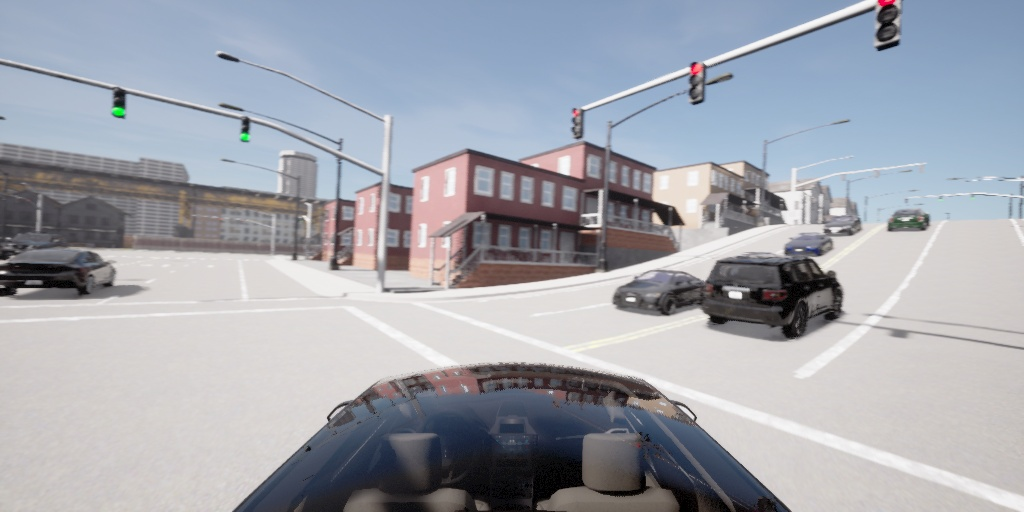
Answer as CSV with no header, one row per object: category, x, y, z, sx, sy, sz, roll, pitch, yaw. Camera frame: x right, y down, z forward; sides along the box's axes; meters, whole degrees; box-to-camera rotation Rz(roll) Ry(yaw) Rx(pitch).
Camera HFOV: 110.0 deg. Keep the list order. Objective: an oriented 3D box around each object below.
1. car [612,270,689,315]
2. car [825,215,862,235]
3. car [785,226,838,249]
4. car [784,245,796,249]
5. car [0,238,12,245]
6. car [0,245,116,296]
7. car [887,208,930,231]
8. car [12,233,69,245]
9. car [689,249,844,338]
car,5.654,1.233,13.512,4.181,1.385,1.994,-3,3,-38
car,28.613,-2.723,31.023,4.902,1.511,2.128,-12,9,-36
car,20.640,-0.910,24.973,4.181,1.385,1.994,-12,9,-36
car,12.804,0.537,19.002,5.357,1.411,2.033,-8,6,-37
car,-29.513,-0.438,18.734,2.150,2.045,5.566,3,0,-37
car,-15.922,0.500,12.779,1.837,1.490,4.892,3,0,-37
car,32.685,-3.156,29.530,4.553,1.767,2.097,-12,9,-37
car,-35.877,-0.725,27.133,2.150,2.045,5.566,3,0,-37
car,7.948,0.989,10.815,5.566,2.045,2.150,-3,3,-35
